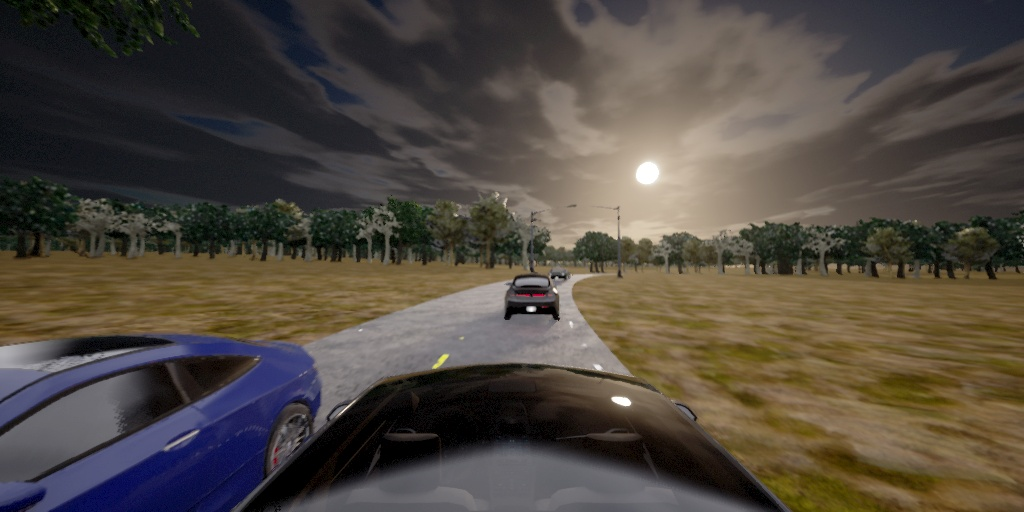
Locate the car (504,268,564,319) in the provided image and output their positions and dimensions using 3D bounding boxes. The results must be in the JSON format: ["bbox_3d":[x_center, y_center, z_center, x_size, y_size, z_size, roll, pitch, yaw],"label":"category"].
[{"bbox_3d":[0.791,1.405,13.528,1.837,1.490,4.892,0,0,5],"label":"car"}]

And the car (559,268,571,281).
[{"bbox_3d":[4.851,1.831,36.350,1.895,1.301,4.718,-1,-1,15],"label":"car"}]

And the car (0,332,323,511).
[{"bbox_3d":[-2.842,1.268,1.879,1.812,1.442,4.674,0,-1,1],"label":"car"}]
